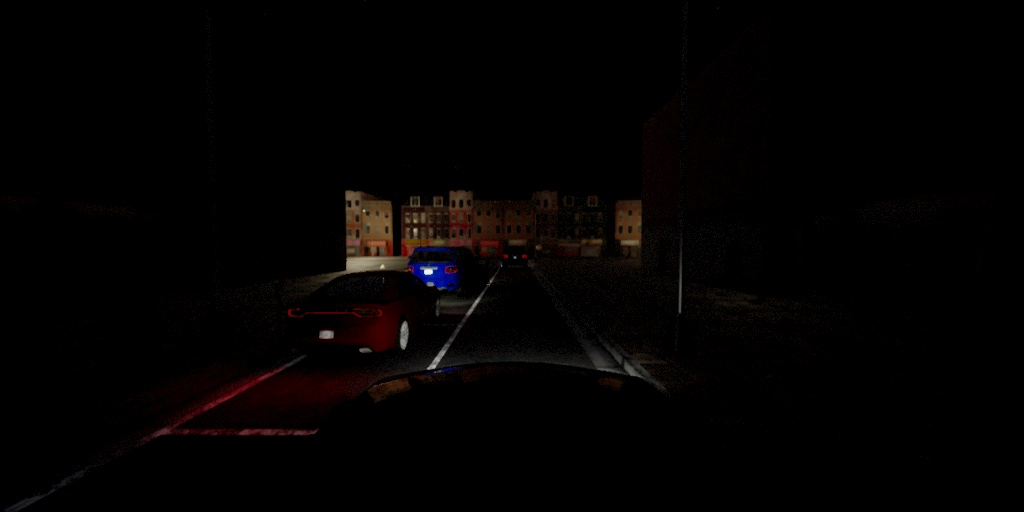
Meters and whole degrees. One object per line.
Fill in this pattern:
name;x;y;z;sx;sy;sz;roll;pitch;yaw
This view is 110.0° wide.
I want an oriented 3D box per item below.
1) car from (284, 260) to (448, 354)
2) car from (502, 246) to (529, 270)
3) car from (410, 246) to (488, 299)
car;-2.966;1.046;8.244;1.882;1.535;5.008;0;2;0
car;0.293;0.141;32.090;2.150;2.045;5.566;0;2;1
car;-2.709;0.588;15.608;2.150;2.045;5.566;0;2;6
